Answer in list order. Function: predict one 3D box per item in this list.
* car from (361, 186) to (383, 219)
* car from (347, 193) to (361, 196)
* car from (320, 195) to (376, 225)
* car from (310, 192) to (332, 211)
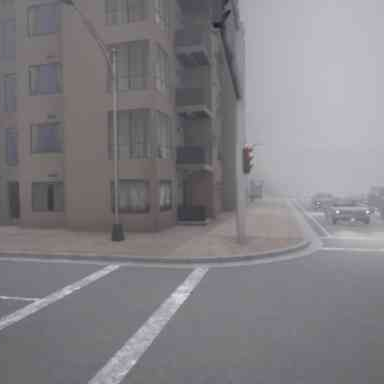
[{"bbox_3d":[13.231,0.592,22.057,2.150,2.045,5.566,-1,1,15],"label":"car"},{"bbox_3d":[15.668,0.757,31.522,1.895,1.301,4.718,-1,1,15],"label":"car"},{"bbox_3d":[8.948,1.087,19.515,1.895,1.301,4.718,-1,1,15],"label":"car"},{"bbox_3d":[11.271,0.787,28.532,1.837,1.490,4.892,-1,1,15],"label":"car"}]
